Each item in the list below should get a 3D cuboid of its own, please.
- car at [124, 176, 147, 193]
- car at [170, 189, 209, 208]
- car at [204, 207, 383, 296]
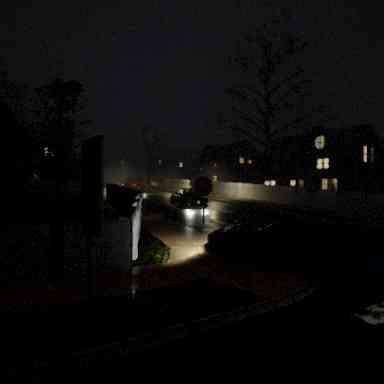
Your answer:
[{"bbox_3d":[-7.659,-1.056,44.688,2.150,2.045,5.566,1,3,-21],"label":"car"},{"bbox_3d":[-0.236,0.437,25.481,1.994,1.385,4.181,1,3,-21],"label":"car"},{"bbox_3d":[2.930,1.387,8.528,5.357,1.411,2.033,6,10,38],"label":"car"}]
